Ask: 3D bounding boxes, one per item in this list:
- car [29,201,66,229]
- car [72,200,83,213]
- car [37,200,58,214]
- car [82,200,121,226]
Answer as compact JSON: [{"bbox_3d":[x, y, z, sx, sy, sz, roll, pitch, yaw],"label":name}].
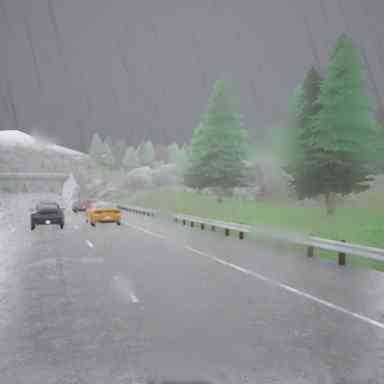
[{"bbox_3d":[-9.388,1.487,21.652,1.837,1.490,4.892,0,0,-23],"label":"car"},{"bbox_3d":[-11.960,1.537,36.352,1.994,1.385,4.181,0,0,-22],"label":"car"},{"bbox_3d":[-15.370,1.572,35.445,1.895,1.301,4.718,0,0,-23],"label":"car"},{"bbox_3d":[-6.309,1.461,23.350,1.882,1.535,5.008,0,0,-23],"label":"car"}]
